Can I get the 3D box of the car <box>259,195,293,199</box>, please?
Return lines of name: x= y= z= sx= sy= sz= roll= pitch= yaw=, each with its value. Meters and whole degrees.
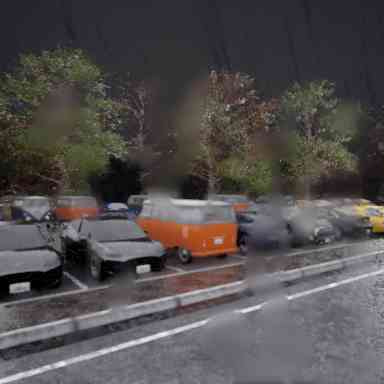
car: x=7.862 y=1.274 z=33.884 sx=2.435 sy=2.045 sz=5.566 roll=0 pitch=0 yaw=-36

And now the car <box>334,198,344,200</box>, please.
car: x=14.643 y=1.620 z=38.684 sx=2.002 sy=1.452 sz=4.674 roll=0 pitch=0 yaw=-35

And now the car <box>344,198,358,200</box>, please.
car: x=16.914 y=1.628 z=40.271 sx=2.163 sy=1.488 sz=4.792 roll=0 pitch=0 yaw=-35

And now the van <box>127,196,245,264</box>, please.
van: x=-0.430 y=1.257 z=12.008 sx=1.878 sy=1.987 sz=4.442 roll=0 pitch=0 yaw=-36

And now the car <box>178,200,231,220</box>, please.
car: x=0.995 y=1.508 z=28.984 sx=2.163 sy=1.488 sz=4.792 roll=0 pitch=0 yaw=-35

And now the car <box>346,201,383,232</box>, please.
car: x=8.564 y=1.477 z=18.509 sx=1.946 sy=1.575 sz=5.366 roll=0 pitch=0 yaw=-36

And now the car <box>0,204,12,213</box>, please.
car: x=-12.393 y=1.242 z=19.362 sx=2.435 sy=2.045 sz=5.566 roll=0 pitch=0 yaw=-36

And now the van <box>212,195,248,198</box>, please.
van: x=3.201 y=1.265 z=30.666 sx=1.878 sy=1.987 sz=4.442 roll=0 pitch=0 yaw=-36

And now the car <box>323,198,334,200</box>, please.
car: x=12.495 y=1.559 z=36.926 sx=1.946 sy=1.575 sz=5.366 roll=0 pitch=0 yaw=-35

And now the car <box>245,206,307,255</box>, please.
car: x=1.882 y=1.507 z=13.550 sx=2.163 sy=1.488 sz=4.792 roll=0 pitch=0 yaw=-35

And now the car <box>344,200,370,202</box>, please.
car: x=10.939 y=1.489 z=19.748 sx=1.946 sy=1.575 sz=5.366 roll=0 pitch=0 yaw=-36

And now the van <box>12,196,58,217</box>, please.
van: x=-10.087 y=1.262 z=20.898 sx=1.878 sy=1.987 sz=4.442 roll=0 pitch=0 yaw=-35

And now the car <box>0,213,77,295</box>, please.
car: x=-4.864 y=1.525 z=8.664 sx=2.163 sy=1.488 sz=4.792 roll=0 pitch=0 yaw=-36

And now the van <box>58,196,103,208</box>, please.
van: x=-7.967 y=1.256 z=22.697 sx=1.878 sy=1.987 sz=4.442 roll=0 pitch=0 yaw=-35

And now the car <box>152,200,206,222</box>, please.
car: x=-1.153 y=1.502 z=27.452 sx=2.163 sy=1.488 sz=4.792 roll=0 pitch=0 yaw=-35

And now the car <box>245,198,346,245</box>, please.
car: x=4.138 y=1.348 z=15.162 sx=2.185 sy=1.767 sz=4.553 roll=0 pitch=0 yaw=-36

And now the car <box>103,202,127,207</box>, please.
car: x=-5.648 y=1.476 z=24.216 sx=2.097 sy=1.535 sz=5.008 roll=0 pitch=0 yaw=-35

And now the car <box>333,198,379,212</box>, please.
car: x=21.309 y=1.633 z=43.437 sx=2.097 sy=1.535 sz=5.008 roll=0 pitch=0 yaw=-36

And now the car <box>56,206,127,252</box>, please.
car: x=-3.208 y=1.551 z=15.343 sx=5.357 sy=1.411 sz=2.033 roll=0 pitch=0 yaw=-35

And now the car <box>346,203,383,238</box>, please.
car: x=6.422 y=1.475 z=16.746 sx=2.231 sy=1.521 sz=4.892 roll=0 pitch=0 yaw=-36
